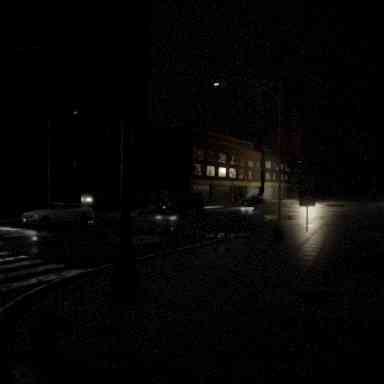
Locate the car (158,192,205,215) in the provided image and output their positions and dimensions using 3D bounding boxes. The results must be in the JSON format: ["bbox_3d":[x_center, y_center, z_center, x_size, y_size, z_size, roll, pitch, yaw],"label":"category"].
[{"bbox_3d":[-0.898,1.026,32.468,2.150,2.045,5.566,1,1,36],"label":"car"}]

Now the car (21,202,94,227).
[{"bbox_3d":[-8.602,1.383,21.664,1.812,1.442,4.674,1,1,35],"label":"car"}]

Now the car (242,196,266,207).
[{"bbox_3d":[8.523,1.237,45.623,2.128,1.511,4.902,1,1,36],"label":"car"}]
